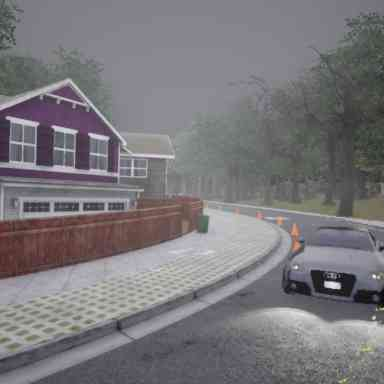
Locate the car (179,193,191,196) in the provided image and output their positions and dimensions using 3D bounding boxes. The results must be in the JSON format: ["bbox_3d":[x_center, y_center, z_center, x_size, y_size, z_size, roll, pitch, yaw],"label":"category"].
[{"bbox_3d":[-1.356,0.997,61.483,2.097,1.767,4.553,1,0,-15],"label":"car"}]

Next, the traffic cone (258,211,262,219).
[{"bbox_3d":[5.264,1.775,25.933,0.340,0.580,0.340,1,0,-10],"label":"traffic cone"}]

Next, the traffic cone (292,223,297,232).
[{"bbox_3d":[5.208,1.865,16.867,0.340,0.580,0.340,1,1,11],"label":"traffic cone"}]

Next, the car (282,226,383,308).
[{"bbox_3d":[3.581,1.545,7.960,1.994,1.385,4.181,1,1,29],"label":"car"}]

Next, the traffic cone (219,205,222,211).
[{"bbox_3d":[3.009,1.706,35.523,0.340,0.580,0.340,1,0,-13],"label":"traffic cone"}]

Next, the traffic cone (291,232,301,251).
[{"bbox_3d":[3.967,1.901,12.489,0.340,0.580,0.340,1,1,21],"label":"traffic cone"}]
